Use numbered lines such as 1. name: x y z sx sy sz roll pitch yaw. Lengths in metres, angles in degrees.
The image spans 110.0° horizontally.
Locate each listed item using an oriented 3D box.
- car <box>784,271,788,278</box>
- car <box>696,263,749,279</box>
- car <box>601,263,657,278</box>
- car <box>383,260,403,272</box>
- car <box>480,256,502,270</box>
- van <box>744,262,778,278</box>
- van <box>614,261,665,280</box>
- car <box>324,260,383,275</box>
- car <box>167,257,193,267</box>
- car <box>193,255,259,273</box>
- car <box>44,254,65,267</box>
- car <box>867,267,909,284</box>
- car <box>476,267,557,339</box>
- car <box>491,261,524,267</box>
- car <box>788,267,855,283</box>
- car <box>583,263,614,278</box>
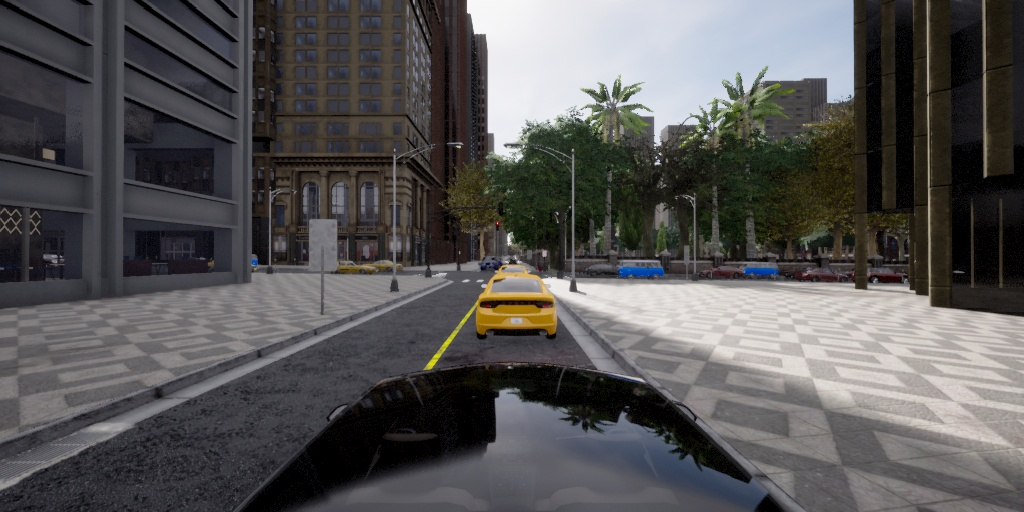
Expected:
1. car: 33.042 1.904 38.901 5.357 1.411 2.033 1 0 1
2. car: 22.598 1.710 38.974 4.674 1.442 1.812 1 0 0
3. car: 12.638 1.567 39.035 5.357 1.411 2.033 1 0 0
4. car: -15.276 1.101 41.866 4.829 1.417 1.751 0 0 0
5. car: -3.080 1.021 49.794 2.150 2.045 5.566 0 0 3
6. van: 28.550 1.638 41.598 3.998 1.789 1.690 0 0 0
7. van: 11.939 1.315 33.174 3.998 1.789 1.690 0 0 0
8. car: -14.978 1.052 33.339 4.829 1.417 1.751 0 0 0
9. car: -37.786 0.774 42.004 4.313 1.339 1.948 0 0 0
10. car: -26.319 0.867 33.408 4.829 1.417 1.751 0 0 0
11. car: -43.501 0.508 33.513 4.097 1.591 1.967 0 0 0
12. car: 34.032 1.779 33.039 4.097 1.591 1.967 0 0 0
13. car: 0.111 1.230 10.124 1.882 1.535 5.008 0 0 0
14. car: 0.040 1.235 20.184 1.882 1.535 5.008 0 0 0
15. car: 28.509 1.830 33.073 4.207 1.307 1.802 0 0 0
16. car: 9.653 1.482 36.640 4.674 1.442 1.812 1 0 8
